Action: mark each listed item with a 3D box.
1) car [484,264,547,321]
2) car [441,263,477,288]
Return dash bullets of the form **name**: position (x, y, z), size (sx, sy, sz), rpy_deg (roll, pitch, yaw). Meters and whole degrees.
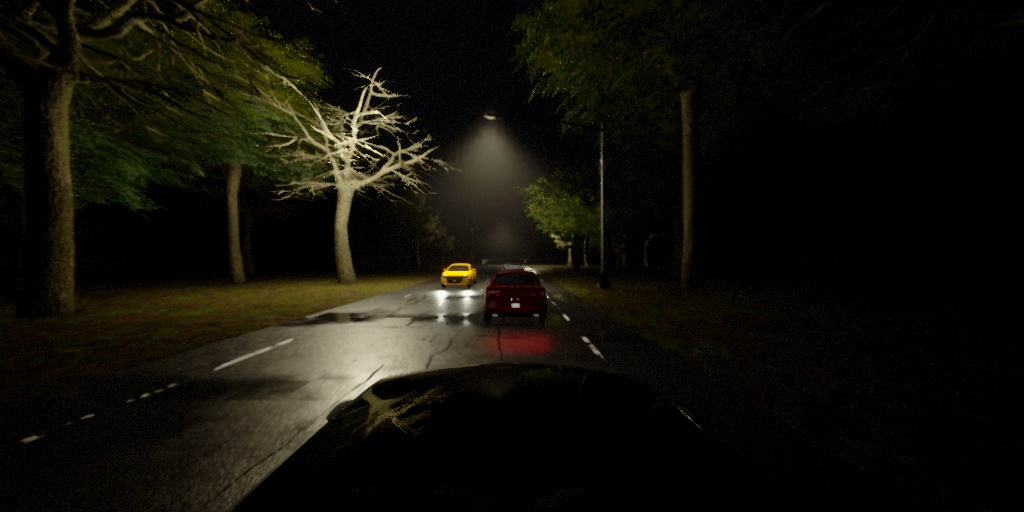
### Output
- **car**: position (0.103, 1.223, 12.453), size (1.882, 1.535, 5.008), rpy_deg (0, 0, 0)
- **car**: position (-3.494, 1.239, 24.317), size (1.882, 1.535, 5.008), rpy_deg (0, 0, 0)
